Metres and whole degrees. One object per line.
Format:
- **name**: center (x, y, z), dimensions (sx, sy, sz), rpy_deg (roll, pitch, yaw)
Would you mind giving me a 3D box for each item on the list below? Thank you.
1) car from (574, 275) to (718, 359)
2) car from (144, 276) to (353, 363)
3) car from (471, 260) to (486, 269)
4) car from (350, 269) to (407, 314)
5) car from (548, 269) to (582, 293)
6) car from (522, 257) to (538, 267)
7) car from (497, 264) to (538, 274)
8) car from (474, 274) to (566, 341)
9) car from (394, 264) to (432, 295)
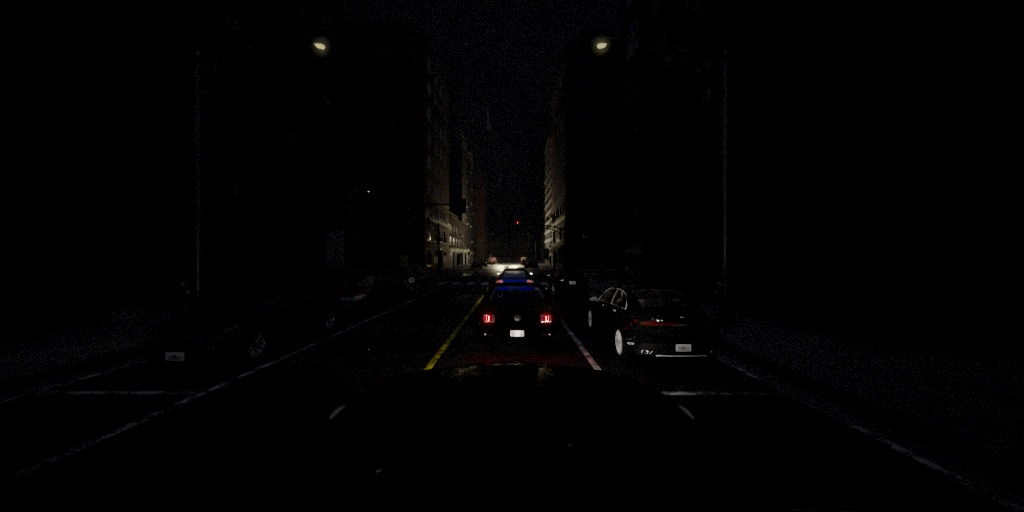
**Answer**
- **car**: center (2.875, 1.300, 8.172), dimensions (2.007, 1.370, 4.403), rpy_deg (0, 0, 0)
- **car**: center (-5.650, 1.315, 8.197), dimensions (1.948, 1.339, 4.313), rpy_deg (0, 0, 0)
- **car**: center (-5.477, 1.368, 56.301), dimensions (1.802, 1.307, 4.207), rpy_deg (0, 0, 0)
- **car**: center (-5.635, 1.332, 13.698), dimensions (1.802, 1.307, 4.207), rpy_deg (0, 0, 0)
- **car**: center (2.907, 1.316, 19.175), dimensions (1.948, 1.339, 4.313), rpy_deg (0, 0, 0)
- **car**: center (3.048, 1.226, 56.264), dimensions (1.967, 1.591, 4.097), rpy_deg (0, 0, 0)
- **car**: center (0.145, 1.315, 18.556), dimensions (1.994, 1.385, 4.181), rpy_deg (0, 0, 1)
- **car**: center (0.118, 1.351, 9.797), dimensions (1.895, 1.301, 4.718), rpy_deg (0, 0, 0)
- **car**: center (-5.619, 1.190, 19.200), dimensions (1.967, 1.591, 4.097), rpy_deg (0, 0, 0)
